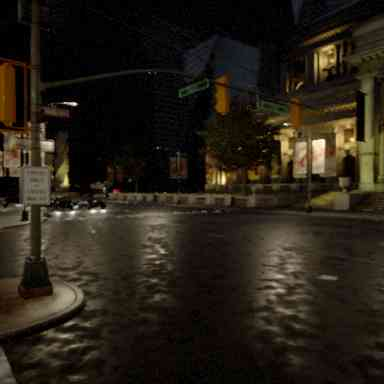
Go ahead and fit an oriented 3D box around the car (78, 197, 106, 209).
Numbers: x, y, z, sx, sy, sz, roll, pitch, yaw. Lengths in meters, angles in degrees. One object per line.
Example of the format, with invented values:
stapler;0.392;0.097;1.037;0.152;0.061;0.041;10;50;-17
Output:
car;-12.004;1.263;39.464;2.033;1.411;5.357;0;0;-37

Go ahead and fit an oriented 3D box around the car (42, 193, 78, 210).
car;-14.996;1.200;37.602;1.882;1.535;5.008;0;0;-38

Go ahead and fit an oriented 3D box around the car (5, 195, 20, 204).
car;-27.810;1.147;52.757;5.357;1.411;2.033;0;1;41

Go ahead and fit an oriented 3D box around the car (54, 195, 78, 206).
car;-17.864;1.181;46.982;1.812;1.442;4.674;0;0;-38

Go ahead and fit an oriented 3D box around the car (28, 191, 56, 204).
car;-24.874;0.811;55.022;5.566;2.045;2.150;0;1;42
